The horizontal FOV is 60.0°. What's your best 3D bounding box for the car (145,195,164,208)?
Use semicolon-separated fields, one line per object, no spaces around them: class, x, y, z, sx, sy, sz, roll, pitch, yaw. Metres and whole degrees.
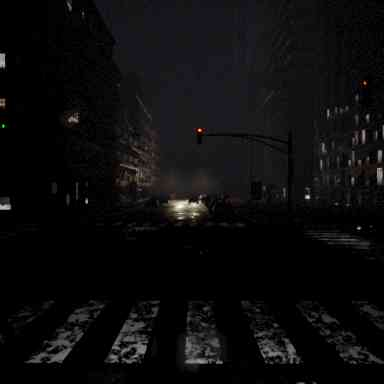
car;-5.554;1.520;46.955;1.947;1.339;4.313;-1;0;0

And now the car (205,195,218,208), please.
car;2.756;1.410;35.669;1.967;1.590;4.097;-1;0;0

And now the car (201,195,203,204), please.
car;2.812;1.490;52.607;1.887;1.381;4.507;-1;0;0

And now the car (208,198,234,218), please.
car;2.740;1.522;30.024;1.887;1.381;4.507;-1;0;0

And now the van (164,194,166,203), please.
van;-5.539;1.286;52.601;1.690;1.788;3.998;-1;0;0

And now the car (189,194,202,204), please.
car;0.301;1.417;63.589;2.128;1.511;4.902;0;0;0

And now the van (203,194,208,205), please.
van;2.791;1.295;46.961;1.690;1.788;3.998;-1;0;0

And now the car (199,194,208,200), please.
car;2.955;1.313;86.482;1.967;1.590;4.097;-1;0;0

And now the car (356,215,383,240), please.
car;10.520;1.525;15.908;4.892;1.490;1.837;0;1;5

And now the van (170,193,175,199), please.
van;-5.466;1.242;75.186;1.690;1.788;3.998;-1;0;0

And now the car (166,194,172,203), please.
car;-5.500;1.470;63.892;1.887;1.381;4.507;-1;0;0

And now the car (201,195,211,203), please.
car;2.870;1.353;69.544;1.967;1.590;4.097;-1;0;0
